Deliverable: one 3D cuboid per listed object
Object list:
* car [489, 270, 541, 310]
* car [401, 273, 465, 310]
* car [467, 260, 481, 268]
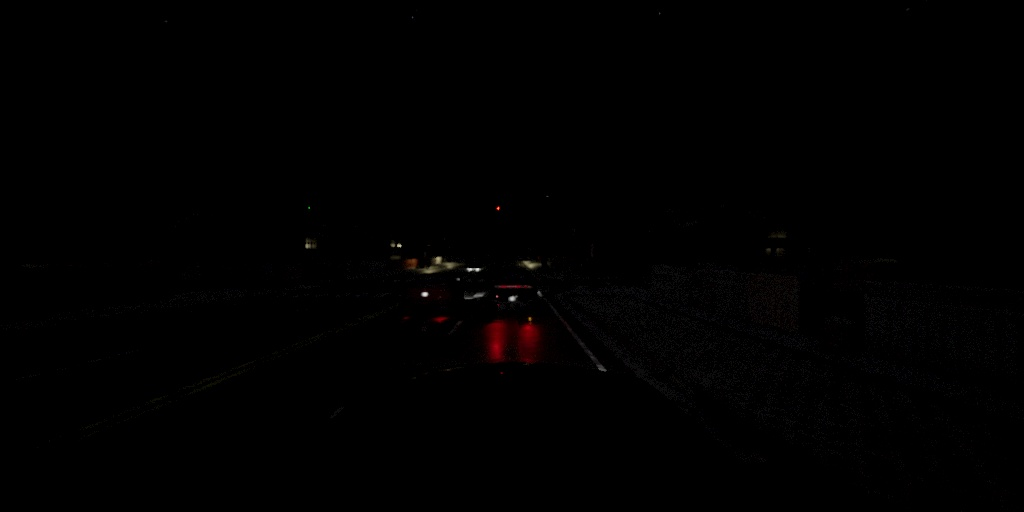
[{"bbox_3d":[0.185,1.333,15.330,2.128,1.511,4.902,0,0,4],"label":"car"},{"bbox_3d":[-3.229,1.404,15.351,1.994,1.385,4.181,0,0,0],"label":"car"},{"bbox_3d":[-6.545,1.384,61.872,1.994,1.385,4.181,0,1,1],"label":"car"}]
